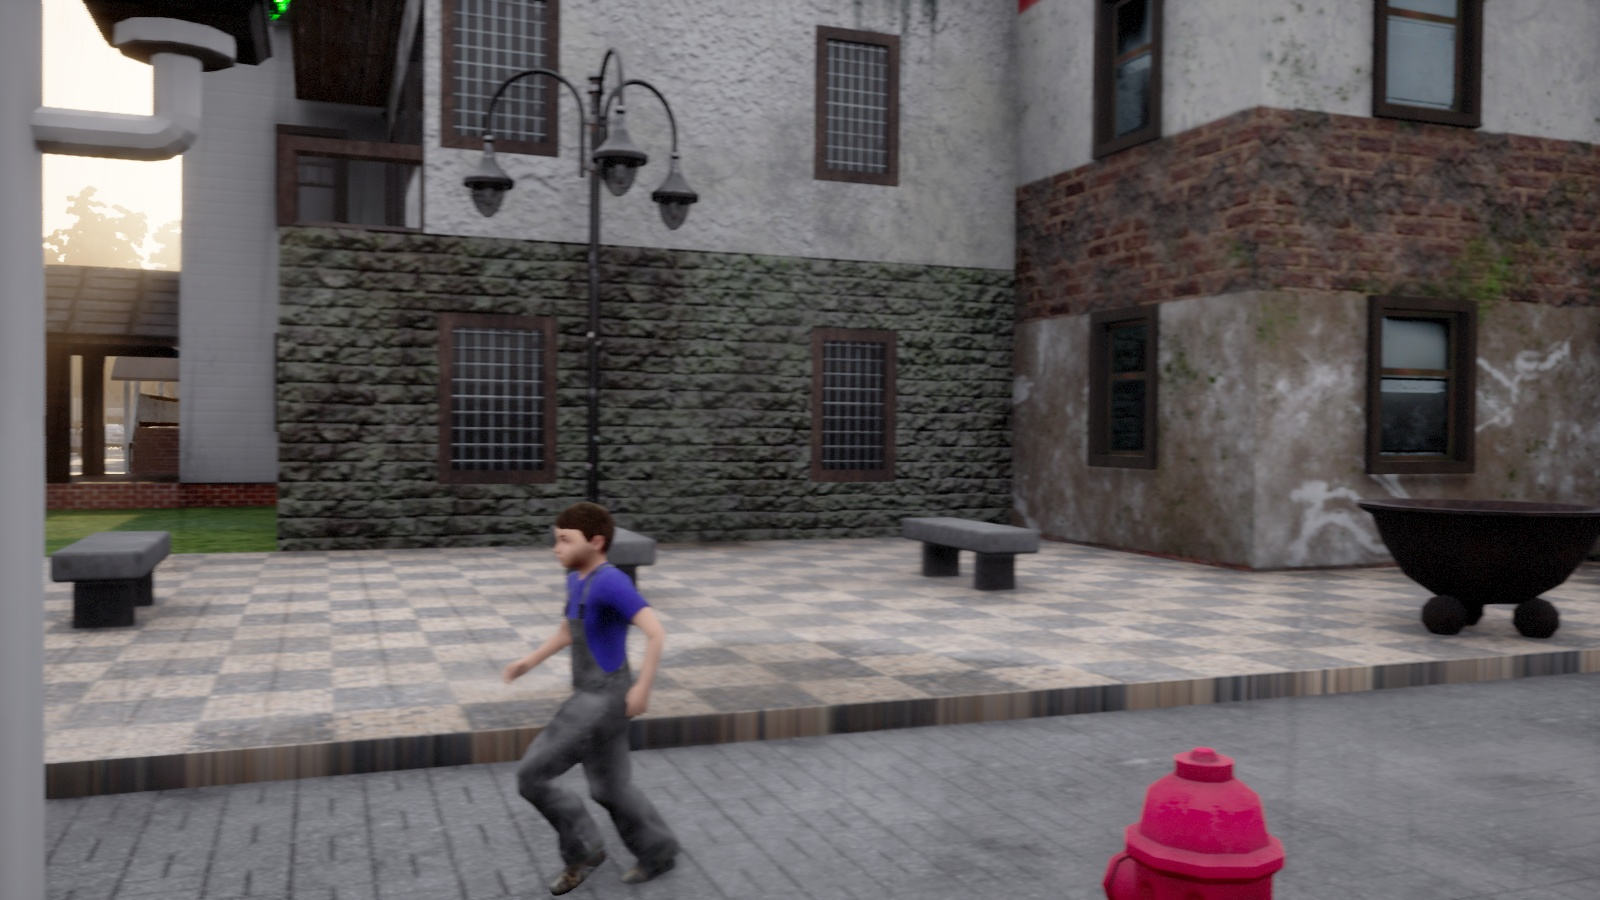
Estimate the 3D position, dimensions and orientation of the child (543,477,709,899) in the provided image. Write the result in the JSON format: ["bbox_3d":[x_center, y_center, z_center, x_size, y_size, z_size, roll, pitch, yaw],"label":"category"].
[{"bbox_3d":[-0.546,0.724,3.928,0.437,1.263,0.270,-1,1,-25],"label":"child"}]

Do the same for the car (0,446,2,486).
[{"bbox_3d":[-26.004,0.559,38.289,1.895,1.301,4.718,-1,1,-21],"label":"car"}]

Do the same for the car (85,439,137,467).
[{"bbox_3d":[-37.347,0.121,68.141,1.812,1.442,4.674,-1,1,-21],"label":"car"}]

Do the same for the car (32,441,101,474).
[{"bbox_3d":[-32.934,0.301,56.526,1.994,1.385,4.181,-1,1,-21],"label":"car"}]
